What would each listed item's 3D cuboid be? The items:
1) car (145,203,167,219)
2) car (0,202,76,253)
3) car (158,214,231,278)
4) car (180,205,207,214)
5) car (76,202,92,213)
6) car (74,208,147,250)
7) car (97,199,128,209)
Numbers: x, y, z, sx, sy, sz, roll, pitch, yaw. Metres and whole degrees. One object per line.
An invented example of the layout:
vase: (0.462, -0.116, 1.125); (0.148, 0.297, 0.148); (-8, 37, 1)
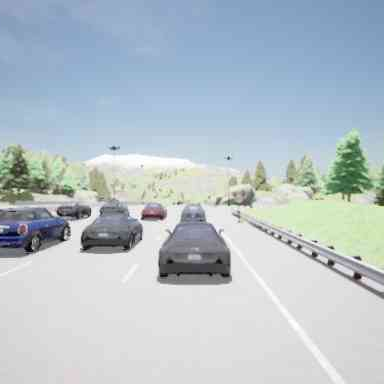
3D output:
car: (-3.370, 1.721, 30.143); (1.994, 1.385, 4.181); (0, -1, 0)
car: (-6.896, 1.410, 14.096); (2.097, 1.767, 4.553); (0, 0, 0)
car: (0.082, 1.607, 10.329); (1.994, 1.385, 4.181); (0, 0, 1)
car: (0.102, 1.659, 24.686); (2.033, 1.411, 5.357); (0, 0, 1)
car: (-10.373, 1.635, 29.565); (2.128, 1.511, 4.902); (0, 0, 0)
car: (-3.394, 1.624, 14.744); (1.994, 1.385, 4.181); (0, 0, 0)
car: (-6.873, 1.639, 29.573); (2.128, 1.511, 4.902); (0, -1, 0)
